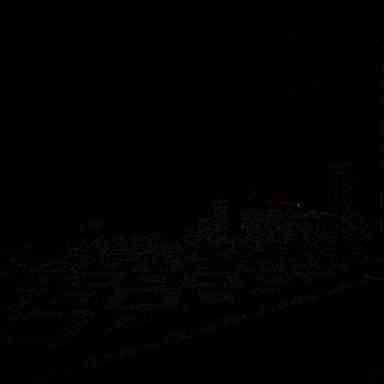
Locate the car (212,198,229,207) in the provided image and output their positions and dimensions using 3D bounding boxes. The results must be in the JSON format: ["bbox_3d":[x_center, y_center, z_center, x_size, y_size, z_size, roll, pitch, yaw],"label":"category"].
[{"bbox_3d":[4.654,1.478,46.300,1.752,1.417,4.829,2,-1,-36],"label":"car"}]

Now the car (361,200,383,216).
[{"bbox_3d":[17.340,1.379,28.635,1.967,1.590,4.097,2,-1,-37],"label":"car"}]

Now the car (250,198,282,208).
[{"bbox_3d":[11.382,1.704,51.543,1.752,1.417,4.829,2,-1,-36],"label":"car"}]

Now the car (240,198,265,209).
[{"bbox_3d":[7.755,1.494,41.981,1.887,1.381,4.507,2,-1,-36],"label":"car"}]

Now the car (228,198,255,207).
[{"bbox_3d":[8.280,1.733,55.861,2.008,1.369,4.403,2,-1,-36],"label":"car"}]

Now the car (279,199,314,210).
[{"bbox_3d":[14.680,1.741,46.947,1.947,1.339,4.313,2,-1,-36],"label":"car"}]

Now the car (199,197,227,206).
[{"bbox_3d":[3.598,1.659,57.735,2.033,1.411,5.357,2,-1,-35],"label":"car"}]

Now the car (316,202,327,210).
[{"bbox_3d":[17.880,1.754,42.490,1.802,1.307,4.206,2,-1,-36],"label":"car"}]

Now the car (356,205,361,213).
[{"bbox_3d":[21.080,1.735,38.033,1.947,1.339,4.313,2,-1,-36],"label":"car"}]

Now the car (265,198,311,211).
[{"bbox_3d":[11.853,1.495,40.842,1.882,1.535,5.008,2,-1,-36],"label":"car"}]
